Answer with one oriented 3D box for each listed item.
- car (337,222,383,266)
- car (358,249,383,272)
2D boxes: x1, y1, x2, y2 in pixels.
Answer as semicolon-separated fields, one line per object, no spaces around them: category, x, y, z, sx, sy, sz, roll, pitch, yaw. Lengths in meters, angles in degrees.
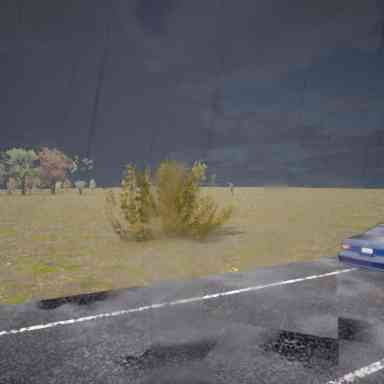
car;6.624;1.549;9.891;5.357;1.411;2.033;0;0;-32
car;4.663;1.526;4.601;4.674;1.442;1.812;0;0;-28
